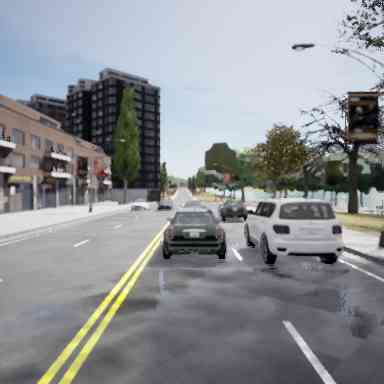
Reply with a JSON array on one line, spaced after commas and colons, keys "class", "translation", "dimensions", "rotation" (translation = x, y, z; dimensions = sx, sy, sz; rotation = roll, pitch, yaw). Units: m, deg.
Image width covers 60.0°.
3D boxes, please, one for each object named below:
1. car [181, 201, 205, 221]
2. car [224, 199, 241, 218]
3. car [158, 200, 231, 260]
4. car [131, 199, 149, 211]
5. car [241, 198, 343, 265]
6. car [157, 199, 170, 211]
[{"class": "car", "translation": [0.095, 1.547, 28.266], "dimensions": [1.837, 1.490, 4.892], "rotation": [0, 0, 0]}, {"class": "car", "translation": [3.343, 1.393, 27.883], "dimensions": [2.097, 1.767, 4.553], "rotation": [0, 0, 0]}, {"class": "car", "translation": [0.087, 1.358, 12.641], "dimensions": [2.097, 1.767, 4.553], "rotation": [0, 0, 0]}, {"class": "car", "translation": [-6.576, 1.623, 42.571], "dimensions": [1.812, 1.442, 4.674], "rotation": [0, 0, 0]}, {"class": "car", "translation": [3.326, 1.224, 11.891], "dimensions": [2.150, 2.045, 5.566], "rotation": [0, 0, 0]}, {"class": "car", "translation": [-3.329, 1.644, 42.457], "dimensions": [2.033, 1.411, 5.357], "rotation": [0, 0, 0]}]
